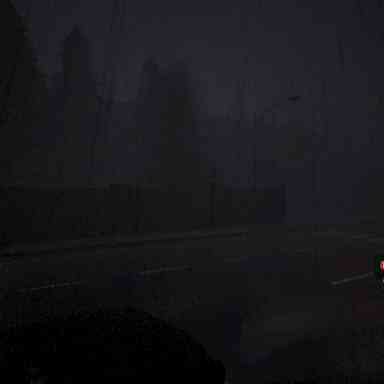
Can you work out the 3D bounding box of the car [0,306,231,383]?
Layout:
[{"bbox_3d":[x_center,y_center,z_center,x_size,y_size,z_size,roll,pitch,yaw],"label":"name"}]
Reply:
[{"bbox_3d":[-1.970,1.602,2.173,4.718,1.301,1.895,0,0,-36],"label":"car"}]

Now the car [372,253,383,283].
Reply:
[{"bbox_3d":[6.329,1.585,7.733,4.718,1.301,1.895,0,0,-33],"label":"car"}]
